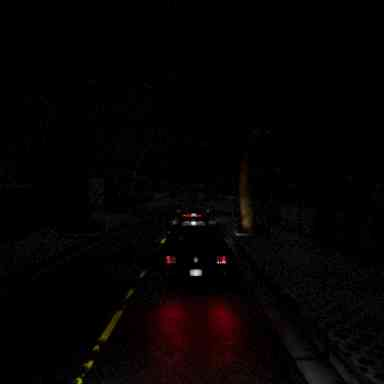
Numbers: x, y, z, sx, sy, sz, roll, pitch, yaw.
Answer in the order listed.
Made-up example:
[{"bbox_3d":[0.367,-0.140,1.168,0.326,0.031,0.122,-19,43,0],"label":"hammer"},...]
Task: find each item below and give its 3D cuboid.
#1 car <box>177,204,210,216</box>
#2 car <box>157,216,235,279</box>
[{"bbox_3d":[0.103,1.587,21.936,1.837,1.490,4.892,0,0,0],"label":"car"},{"bbox_3d":[0.099,1.648,10.159,1.895,1.301,4.718,0,0,0],"label":"car"}]
